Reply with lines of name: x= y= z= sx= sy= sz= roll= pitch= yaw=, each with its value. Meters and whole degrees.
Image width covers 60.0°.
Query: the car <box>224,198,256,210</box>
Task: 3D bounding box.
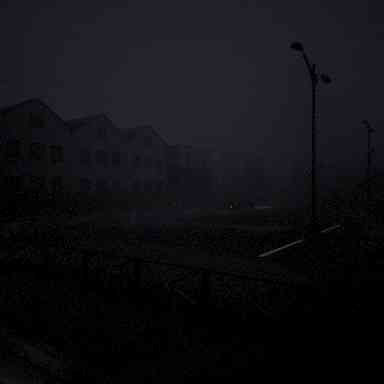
car: x=5.794 y=1.409 z=39.486 sx=1.895 sy=1.301 sz=4.718 roll=0 pitch=0 yaw=37

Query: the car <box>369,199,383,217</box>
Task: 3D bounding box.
car: x=15.518 y=1.298 z=26.752 sx=2.007 sy=1.523 sz=4.514 roll=0 pitch=0 yaw=35
